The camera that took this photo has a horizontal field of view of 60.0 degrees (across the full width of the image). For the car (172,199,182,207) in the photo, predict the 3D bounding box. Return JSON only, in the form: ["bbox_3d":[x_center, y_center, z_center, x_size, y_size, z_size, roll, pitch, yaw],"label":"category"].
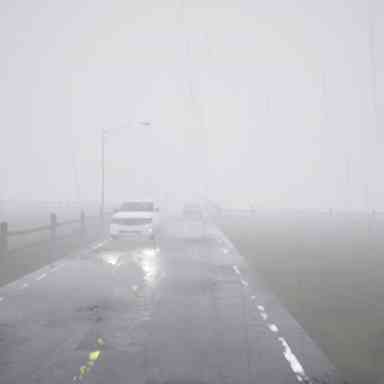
[{"bbox_3d":[-2.906,2.177,67.131,1.837,1.490,4.892,0,-1,0],"label":"car"}]

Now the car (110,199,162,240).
[{"bbox_3d":[-2.889,1.397,18.287,2.150,2.045,5.566,0,-1,0],"label":"car"}]

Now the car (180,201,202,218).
[{"bbox_3d":[0.018,1.936,34.671,1.895,1.301,4.718,0,-1,0],"label":"car"}]
